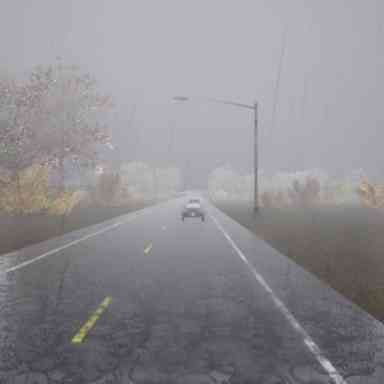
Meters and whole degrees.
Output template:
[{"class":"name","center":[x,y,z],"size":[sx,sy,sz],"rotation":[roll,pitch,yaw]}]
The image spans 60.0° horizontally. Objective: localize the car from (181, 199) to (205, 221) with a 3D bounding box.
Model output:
[{"class":"car","center":[0.112,1.526,27.380],"size":[1.812,1.442,4.674],"rotation":[0,0,1]}]

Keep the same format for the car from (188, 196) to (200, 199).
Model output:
[{"class":"car","center":[0.332,1.482,56.469],"size":[1.882,1.535,5.008],"rotation":[0,0,1]}]
